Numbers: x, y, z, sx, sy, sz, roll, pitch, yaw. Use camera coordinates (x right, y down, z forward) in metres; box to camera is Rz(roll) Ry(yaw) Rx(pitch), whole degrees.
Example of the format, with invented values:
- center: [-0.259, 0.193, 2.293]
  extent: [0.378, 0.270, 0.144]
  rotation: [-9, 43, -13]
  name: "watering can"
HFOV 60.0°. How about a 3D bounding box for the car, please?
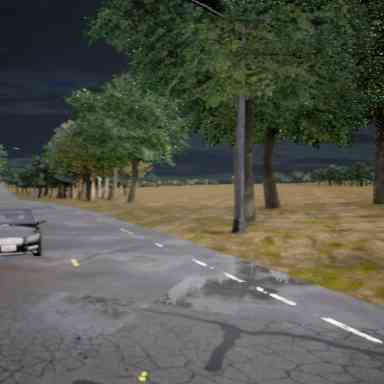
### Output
- center: [-6.392, 1.326, 11.783]
  extent: [2.128, 1.511, 4.902]
  rotation: [1, 0, -27]
  name: "car"
